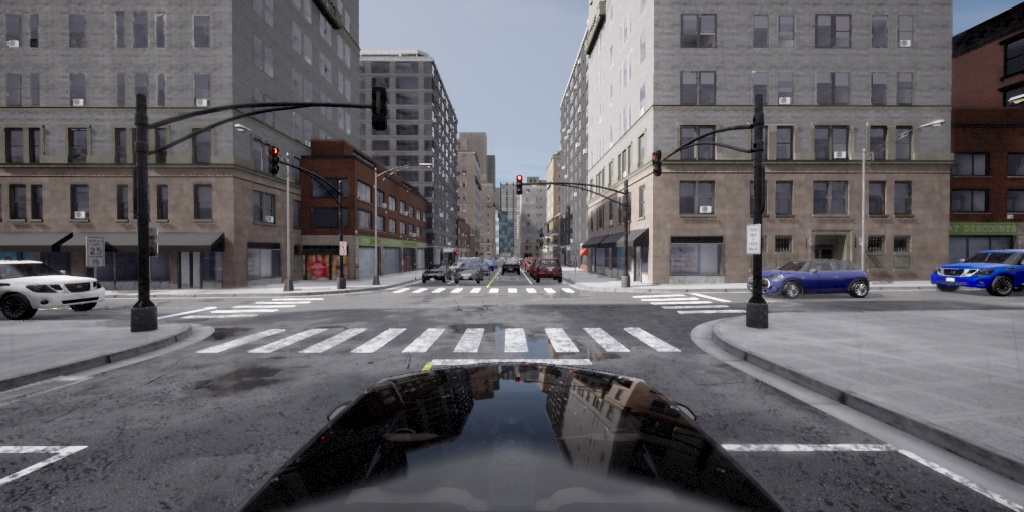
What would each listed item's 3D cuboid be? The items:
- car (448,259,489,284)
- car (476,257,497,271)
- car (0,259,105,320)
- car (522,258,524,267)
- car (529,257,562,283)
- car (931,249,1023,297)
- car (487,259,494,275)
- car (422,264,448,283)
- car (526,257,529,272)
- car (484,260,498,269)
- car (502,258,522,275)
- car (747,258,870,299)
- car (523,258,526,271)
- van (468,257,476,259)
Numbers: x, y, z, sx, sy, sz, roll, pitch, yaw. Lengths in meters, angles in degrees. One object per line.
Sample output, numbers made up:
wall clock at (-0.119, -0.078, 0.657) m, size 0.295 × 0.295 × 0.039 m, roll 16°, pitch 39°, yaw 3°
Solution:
car at (-3.201, 1.245, 27.292) m, size 2.128 × 1.511 × 4.902 m, roll 0°, pitch 0°, yaw 0°
car at (-3.273, 1.231, 47.045) m, size 1.882 × 1.535 × 5.008 m, roll 0°, pitch 0°, yaw 0°
car at (-18.449, 1.145, 12.986) m, size 5.566 × 2.045 × 2.150 m, roll -1°, pitch 1°, yaw -2°
car at (2.655, 1.067, 50.501) m, size 2.192 × 1.841 × 5.009 m, roll 0°, pitch 0°, yaw 0°
car at (2.749, 1.068, 28.158) m, size 2.192 × 1.841 × 5.009 m, roll 0°, pitch 0°, yaw 0°
car at (22.980, 0.708, 16.541) m, size 5.566 × 2.045 × 2.150 m, roll -1°, pitch 1°, yaw 0°
car at (-3.242, 1.302, 37.113) m, size 2.033 × 1.411 × 5.357 m, roll 0°, pitch 0°, yaw 0°
car at (-5.777, 1.319, 28.121) m, size 1.948 × 1.339 × 4.313 m, roll 0°, pitch 0°, yaw 0°
car at (2.725, 1.069, 33.744) m, size 2.192 × 1.841 × 5.009 m, roll 0°, pitch 0°, yaw 0°
car at (-3.292, 1.298, 57.426) m, size 2.033 × 1.411 × 5.357 m, roll 0°, pitch 0°, yaw 0°
car at (-0.110, 1.232, 40.114) m, size 1.882 × 1.535 × 5.008 m, roll 0°, pitch 0°, yaw 0°
car at (13.404, 0.938, 16.435) m, size 4.553 × 1.767 × 2.097 m, roll -1°, pitch 1°, yaw -1°
car at (2.678, 1.279, 45.085) m, size 1.751 × 1.417 × 4.829 m, roll 0°, pitch 0°, yaw 0°
van at (-5.851, 1.094, 44.878) m, size 1.690 × 1.789 × 3.998 m, roll 0°, pitch 0°, yaw 0°
